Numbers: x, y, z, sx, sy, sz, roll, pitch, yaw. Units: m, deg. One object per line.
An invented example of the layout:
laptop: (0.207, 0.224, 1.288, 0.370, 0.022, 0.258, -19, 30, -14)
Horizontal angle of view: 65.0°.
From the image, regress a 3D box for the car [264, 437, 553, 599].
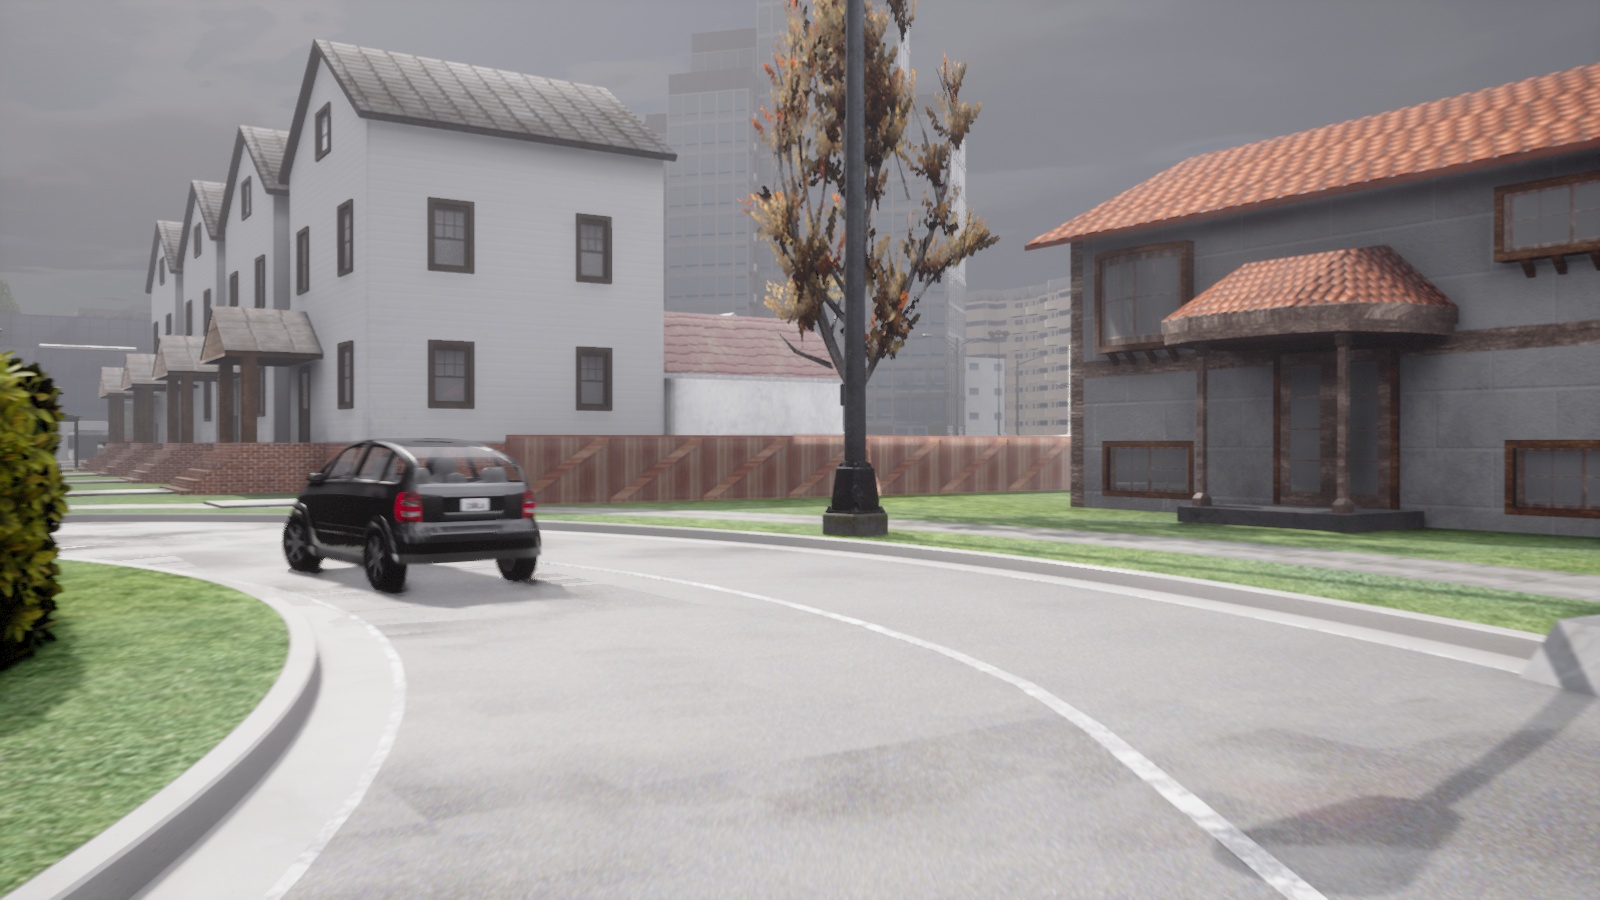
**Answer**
car: (-4.464, 0.642, 13.999, 1.789, 1.549, 3.705, 0, 0, -40)
